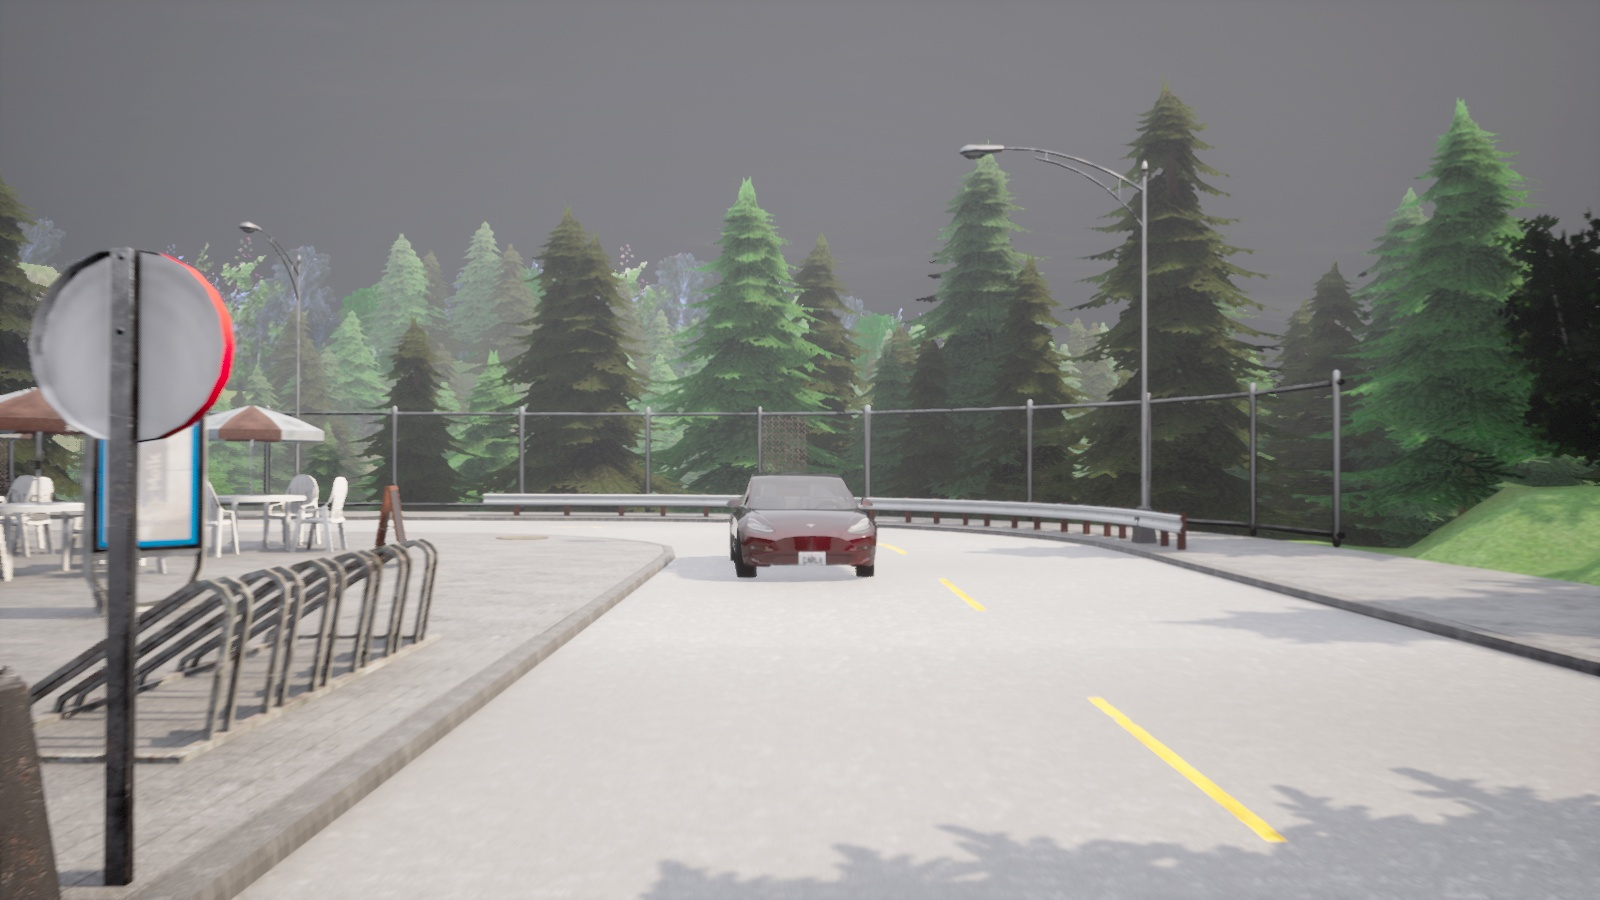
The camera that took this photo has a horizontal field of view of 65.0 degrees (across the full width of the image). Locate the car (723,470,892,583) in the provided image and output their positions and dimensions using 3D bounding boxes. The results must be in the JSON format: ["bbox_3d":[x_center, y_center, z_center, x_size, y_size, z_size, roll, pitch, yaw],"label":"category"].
[{"bbox_3d":[-0.042,1.067,19.272,2.163,1.488,4.792,0,-1,-5],"label":"car"}]
